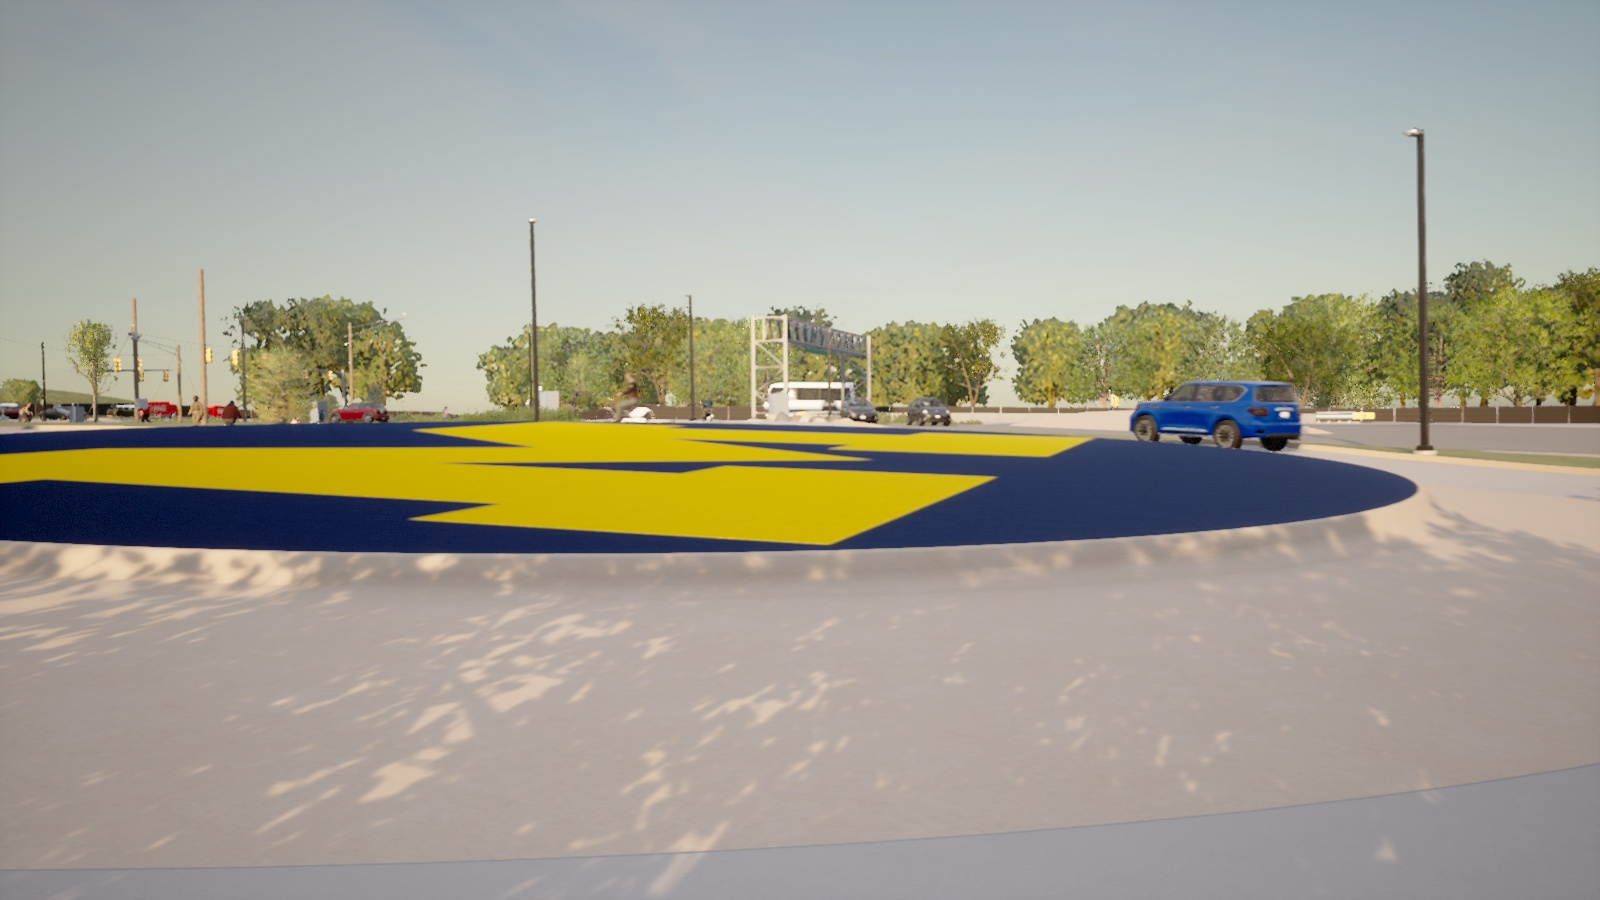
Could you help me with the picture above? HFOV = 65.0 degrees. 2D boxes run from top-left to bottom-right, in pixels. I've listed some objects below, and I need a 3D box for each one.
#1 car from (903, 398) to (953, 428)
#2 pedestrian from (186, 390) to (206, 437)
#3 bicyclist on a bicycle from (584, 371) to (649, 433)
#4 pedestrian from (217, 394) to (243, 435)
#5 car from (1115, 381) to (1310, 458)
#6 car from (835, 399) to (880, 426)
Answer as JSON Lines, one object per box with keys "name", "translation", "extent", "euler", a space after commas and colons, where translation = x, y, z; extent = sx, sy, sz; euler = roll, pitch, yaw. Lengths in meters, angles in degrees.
{"name": "car", "translation": [7.228, -2.103, 71.180], "extent": [1.851, 1.617, 3.988], "euler": [1, 2, -9]}
{"name": "pedestrian", "translation": [-25.187, -1.520, 52.391], "extent": [0.396, 1.930, 0.692], "euler": [-1, 1, 11]}
{"name": "bicyclist on a bicycle", "translation": [-5.429, -1.427, 37.251], "extent": [1.843, 1.776, 0.659], "euler": [1, 2, -6]}
{"name": "pedestrian", "translation": [-25.619, -1.582, 56.447], "extent": [0.634, 1.844, 0.899], "euler": [-1, 1, 11]}
{"name": "car", "translation": [12.300, -0.975, 37.944], "extent": [2.150, 2.045, 5.566], "euler": [0, 4, -28]}
{"name": "car", "translation": [3.319, -2.183, 73.415], "extent": [2.007, 1.525, 4.514], "euler": [1, 2, -5]}
